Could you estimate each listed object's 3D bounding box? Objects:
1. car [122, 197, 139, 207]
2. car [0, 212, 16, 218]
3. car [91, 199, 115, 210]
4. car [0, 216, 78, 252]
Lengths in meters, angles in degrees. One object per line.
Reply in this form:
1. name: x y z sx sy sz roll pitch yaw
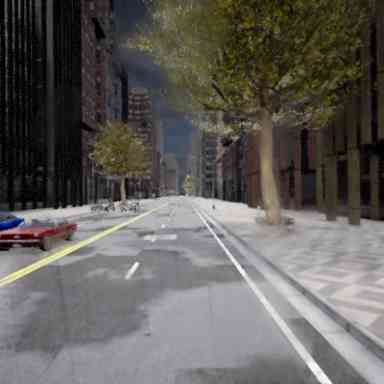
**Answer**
1. car: -7.328 1.640 39.786 2.128 1.511 4.902 -1 -1 -1
2. car: -10.148 1.747 16.509 1.882 1.535 5.008 -1 -1 -1
3. car: -10.579 1.506 39.746 2.097 1.767 4.553 -1 -1 -1
4. car: -6.874 1.821 15.198 1.895 1.301 4.718 -1 -1 -1
